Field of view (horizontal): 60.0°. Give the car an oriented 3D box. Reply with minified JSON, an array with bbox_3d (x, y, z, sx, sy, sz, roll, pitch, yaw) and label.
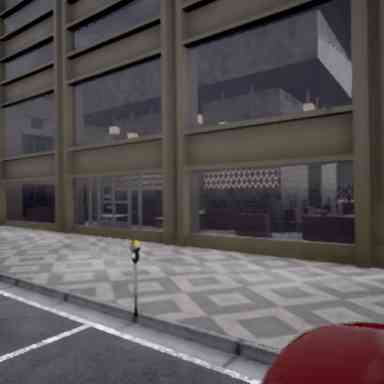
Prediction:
[{"bbox_3d":[2.570,1.308,1.028,5.009,1.841,2.192,0,-1,35],"label":"car"}]
